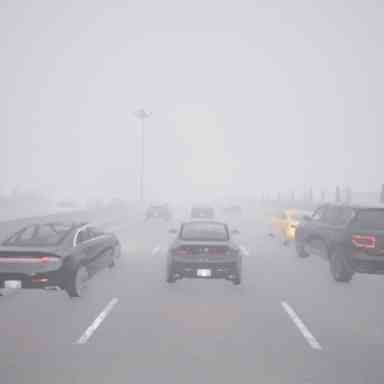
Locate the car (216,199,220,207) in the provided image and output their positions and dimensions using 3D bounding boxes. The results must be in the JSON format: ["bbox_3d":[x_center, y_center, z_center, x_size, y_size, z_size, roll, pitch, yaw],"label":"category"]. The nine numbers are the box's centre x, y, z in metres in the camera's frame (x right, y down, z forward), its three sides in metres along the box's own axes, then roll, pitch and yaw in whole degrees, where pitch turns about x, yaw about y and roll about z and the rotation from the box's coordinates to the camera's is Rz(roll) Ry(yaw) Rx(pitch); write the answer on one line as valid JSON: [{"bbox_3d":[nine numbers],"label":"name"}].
[{"bbox_3d":[3.678,1.792,50.642,1.994,1.385,4.181,1,0,-9],"label":"car"}]

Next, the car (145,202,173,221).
[{"bbox_3d":[-2.640,1.562,27.597,2.128,1.511,4.902,1,0,2],"label":"car"}]

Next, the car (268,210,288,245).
[{"bbox_3d":[4.975,1.596,16.048,1.882,1.535,5.008,1,0,2],"label":"car"}]

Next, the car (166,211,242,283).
[{"bbox_3d":[0.340,1.545,9.788,1.837,1.490,4.892,1,0,2],"label":"car"}]

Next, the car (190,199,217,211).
[{"bbox_3d":[0.875,1.591,28.076,1.882,1.535,5.008,1,0,2],"label":"car"}]

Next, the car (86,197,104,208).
[{"bbox_3d":[-13.793,1.505,47.472,2.128,1.511,4.902,1,0,-6],"label":"car"}]

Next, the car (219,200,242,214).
[{"bbox_3d":[4.476,1.716,37.713,1.812,1.442,4.674,1,0,0],"label":"car"}]

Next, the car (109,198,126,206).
[{"bbox_3d":[-10.061,1.551,45.154,1.837,1.490,4.892,1,0,-5],"label":"car"}]

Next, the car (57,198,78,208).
[{"bbox_3d":[-17.150,1.531,45.954,1.994,1.385,4.181,1,0,-6],"label":"car"}]

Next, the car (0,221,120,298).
[{"bbox_3d":[-3.199,1.486,8.502,2.128,1.511,4.902,1,0,2],"label":"car"}]

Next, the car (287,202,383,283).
[{"bbox_3d":[4.803,1.318,10.082,2.150,2.045,5.566,1,0,2],"label":"car"}]
